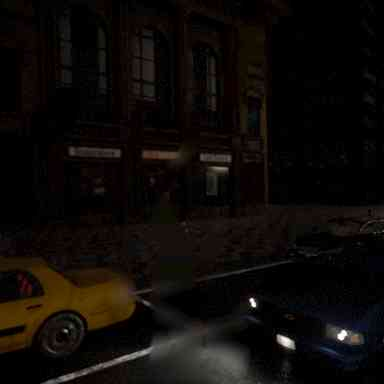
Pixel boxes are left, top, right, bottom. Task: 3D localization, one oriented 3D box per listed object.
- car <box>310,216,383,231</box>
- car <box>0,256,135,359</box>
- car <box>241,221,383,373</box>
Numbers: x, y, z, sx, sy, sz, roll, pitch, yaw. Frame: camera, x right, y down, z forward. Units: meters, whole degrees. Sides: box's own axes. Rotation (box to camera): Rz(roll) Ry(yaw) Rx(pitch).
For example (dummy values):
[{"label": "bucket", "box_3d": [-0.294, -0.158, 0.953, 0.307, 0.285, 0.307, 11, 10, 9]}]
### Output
[{"label": "car", "box_3d": [4.887, 1.453, 10.201, 4.403, 1.369, 2.008, -1, 0, -36]}, {"label": "car", "box_3d": [-3.178, 1.536, 4.387, 4.829, 1.417, 1.752, -1, 0, -36]}, {"label": "car", "box_3d": [3.342, 1.487, 5.792, 5.357, 1.411, 2.033, -1, 0, -36]}]
